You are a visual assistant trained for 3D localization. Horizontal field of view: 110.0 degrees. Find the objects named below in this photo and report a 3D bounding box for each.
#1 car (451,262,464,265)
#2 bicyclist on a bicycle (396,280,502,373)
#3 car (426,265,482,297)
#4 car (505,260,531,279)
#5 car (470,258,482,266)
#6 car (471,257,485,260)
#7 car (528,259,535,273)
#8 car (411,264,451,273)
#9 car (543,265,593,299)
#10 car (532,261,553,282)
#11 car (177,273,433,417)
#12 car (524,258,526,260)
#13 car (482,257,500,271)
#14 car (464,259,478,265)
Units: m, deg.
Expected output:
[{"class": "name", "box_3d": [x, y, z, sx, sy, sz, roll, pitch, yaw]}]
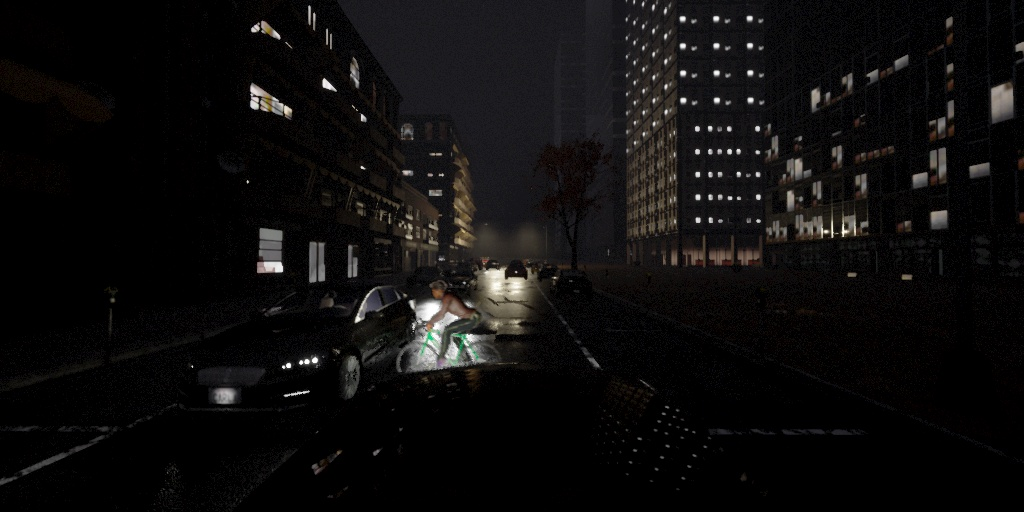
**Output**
[{"class": "car", "box_3d": [-5.455, 1.306, 28.988, 2.007, 1.370, 4.403, 0, 0, 1]}, {"class": "bicyclist on a bicycle", "box_3d": [-0.971, 1.203, 5.532, 1.656, 1.620, 0.582, 0, 0, 0]}, {"class": "car", "box_3d": [-2.949, 1.354, 19.138, 1.895, 1.301, 4.718, 0, 0, 1]}, {"class": "car", "box_3d": [0.364, 1.320, 31.931, 1.994, 1.385, 4.181, 0, 0, 0]}, {"class": "car", "box_3d": [-5.304, 1.287, 45.526, 1.751, 1.417, 4.829, 0, 0, 1]}, {"class": "car", "box_3d": [-5.251, 1.079, 51.266, 2.192, 1.841, 5.009, 0, 0, 1]}, {"class": "car", "box_3d": [3.029, 1.285, 40.220, 1.751, 1.417, 4.829, 0, 0, 1]}, {"class": "car", "box_3d": [-5.506, 1.320, 23.419, 1.948, 1.339, 4.313, 0, 0, 1]}, {"class": "car", "box_3d": [2.824, 1.303, 17.771, 2.007, 1.370, 4.403, 0, 0, 1]}, {"class": "car", "box_3d": [2.926, 1.306, 28.910, 2.007, 1.370, 4.403, 0, 0, 1]}, {"class": "car", "box_3d": [-3.072, 1.241, 6.317, 2.128, 1.511, 4.902, 0, 0, 1]}, {"class": "car", "box_3d": [0.490, 1.267, 46.156, 1.837, 1.490, 4.892, 0, 0, 1]}, {"class": "car", "box_3d": [-2.671, 1.269, 49.879, 1.837, 1.490, 4.892, 0, 0, 1]}, {"class": "car", "box_3d": [-5.353, 1.325, 40.127, 1.948, 1.339, 4.313, 0, 0, 1]}]
